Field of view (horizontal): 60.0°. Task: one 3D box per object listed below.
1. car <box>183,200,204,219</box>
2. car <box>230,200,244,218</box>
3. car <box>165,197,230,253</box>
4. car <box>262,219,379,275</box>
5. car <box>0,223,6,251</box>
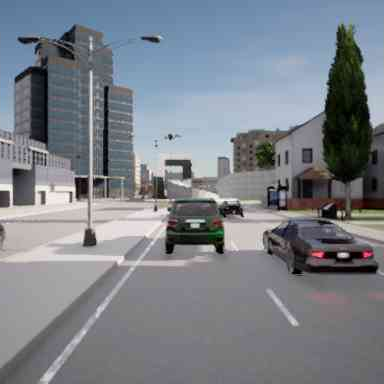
[{"bbox_3d":[0.114,1.529,30.926,1.837,1.490,4.892,0,0,0],"label":"car"},{"bbox_3d":[3.613,1.515,30.865,2.128,1.511,4.902,0,0,0],"label":"car"},{"bbox_3d":[0.107,1.232,13.933,2.150,2.045,5.566,0,0,0],"label":"car"},{"bbox_3d":[3.605,1.556,10.437,2.033,1.411,5.357,0,0,0],"label":"car"},{"bbox_3d":[-8.095,1.534,11.100,1.812,1.442,4.674,0,0,0],"label":"car"}]
